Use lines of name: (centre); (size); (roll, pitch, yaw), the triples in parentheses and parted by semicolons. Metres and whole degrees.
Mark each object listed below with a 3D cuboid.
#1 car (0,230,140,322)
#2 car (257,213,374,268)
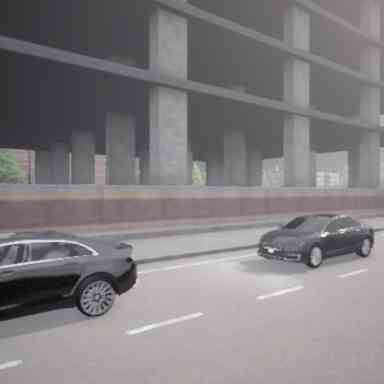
car: (-3.343, 1.492, 5.892); (4.902, 1.511, 2.128); (0, 0, -35)
car: (4.345, 1.508, 11.372); (4.892, 1.490, 1.837); (0, 0, -35)
